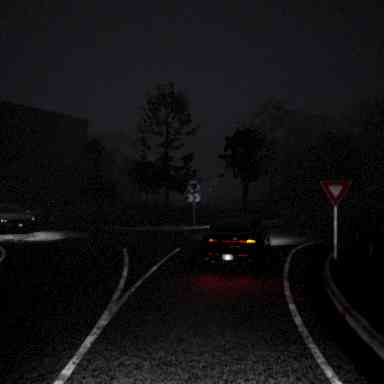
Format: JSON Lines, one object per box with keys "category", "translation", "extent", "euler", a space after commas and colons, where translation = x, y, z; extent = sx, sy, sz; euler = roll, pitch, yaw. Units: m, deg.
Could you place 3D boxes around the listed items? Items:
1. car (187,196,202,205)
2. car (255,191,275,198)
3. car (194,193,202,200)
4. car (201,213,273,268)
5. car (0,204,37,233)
{"category": "car", "translation": [0.245, 1.139, 52.225], "extent": [1.882, 1.535, 5.008], "euler": [0, 0, -3]}
{"category": "car", "translation": [20.870, 0.839, 93.102], "extent": [4.553, 1.767, 2.185], "euler": [0, 1, 2]}
{"category": "car", "translation": [1.435, 1.104, 79.631], "extent": [1.837, 1.490, 4.892], "euler": [0, 0, 2]}
{"category": "car", "translation": [1.622, 1.461, 11.342], "extent": [1.837, 1.490, 4.892], "euler": [0, 1, 16]}
{"category": "car", "translation": [-10.577, 1.422, 19.040], "extent": [1.812, 1.442, 4.674], "euler": [-1, 2, -45]}
